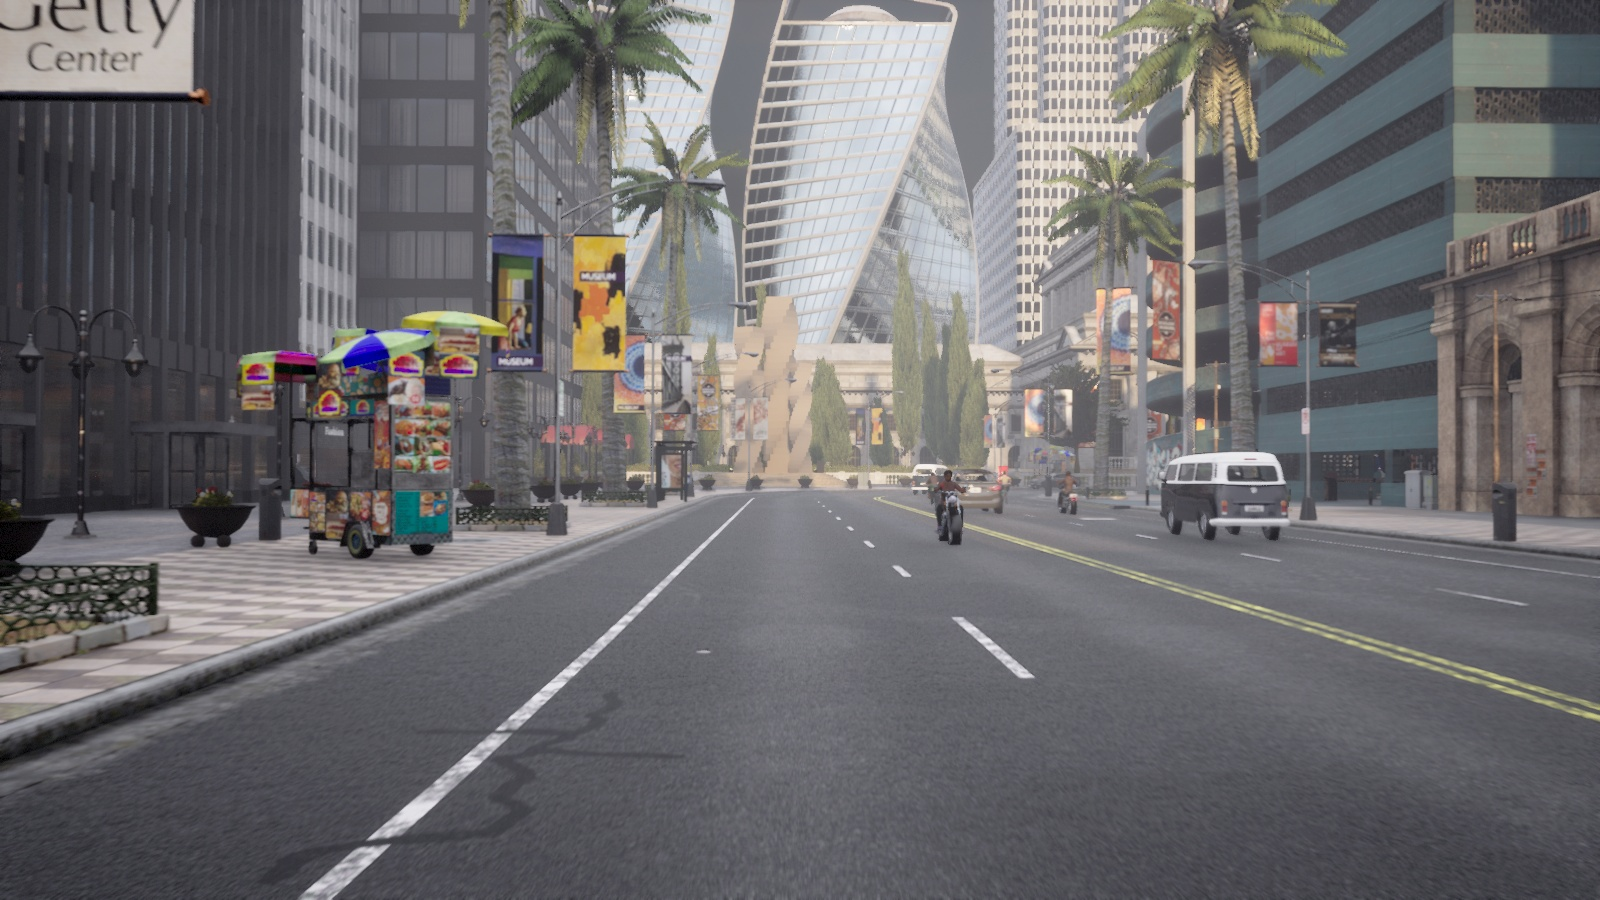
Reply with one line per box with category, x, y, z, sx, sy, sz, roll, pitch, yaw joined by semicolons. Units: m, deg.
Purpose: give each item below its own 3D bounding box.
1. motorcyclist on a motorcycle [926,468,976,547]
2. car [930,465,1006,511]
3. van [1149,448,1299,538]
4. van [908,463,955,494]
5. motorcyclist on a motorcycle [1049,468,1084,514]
motorcyclist on a motorcycle;3.246;1.207;27.172;0.766;1.649;2.350;0;-1;-1
car;6.436;1.445;48.509;2.242;1.667;4.611;0;-1;-1
van;10.196;1.009;30.574;2.069;2.038;4.480;0;-1;-1
van;8.860;1.910;84.086;2.069;2.038;4.480;-1;-1;20
motorcyclist on a motorcycle;9.959;1.511;46.946;0.766;1.649;2.350;0;-1;-1
